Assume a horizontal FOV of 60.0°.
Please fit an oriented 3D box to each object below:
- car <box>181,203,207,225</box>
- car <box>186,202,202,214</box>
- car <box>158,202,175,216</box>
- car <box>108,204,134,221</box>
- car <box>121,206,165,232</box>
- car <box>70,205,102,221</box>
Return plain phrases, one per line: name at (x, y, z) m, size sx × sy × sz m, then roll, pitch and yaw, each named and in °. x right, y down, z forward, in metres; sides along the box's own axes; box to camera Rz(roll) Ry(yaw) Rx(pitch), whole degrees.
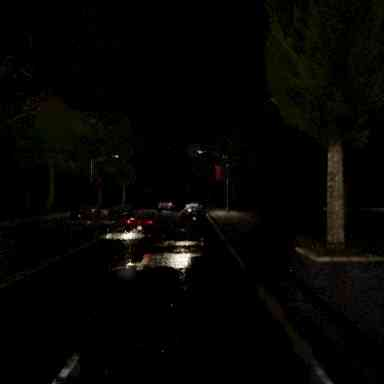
car at (0.175, 1.790, 26.811) m, size 2.128 × 1.511 × 4.902 m, roll 0°, pitch -1°, yaw 0°
car at (0.222, 2.067, 42.468) m, size 1.994 × 1.385 × 4.181 m, roll 0°, pitch -1°, yaw 0°
car at (-3.039, 1.941, 38.876) m, size 2.128 × 1.511 × 4.902 m, roll 0°, pitch -1°, yaw 0°
car at (-6.473, 1.827, 31.147) m, size 1.882 × 1.535 × 5.008 m, roll 0°, pitch -1°, yaw 1°
car at (-3.088, 1.844, 21.935) m, size 1.895 × 1.301 × 4.718 m, roll 0°, pitch -1°, yaw 0°
car at (-9.728, 1.908, 30.788) m, size 1.994 × 1.385 × 4.181 m, roll 0°, pitch -1°, yaw 1°
